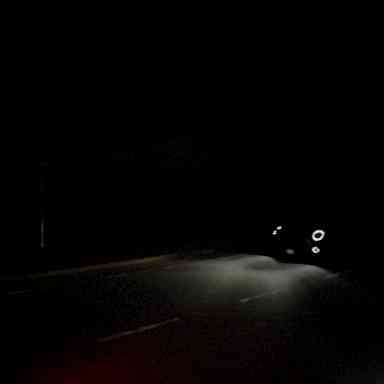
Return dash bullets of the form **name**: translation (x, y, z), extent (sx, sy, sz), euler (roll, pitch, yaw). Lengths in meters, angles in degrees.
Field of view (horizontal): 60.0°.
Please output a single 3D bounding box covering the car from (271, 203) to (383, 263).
- **car**: translation (4.955, 1.336, 12.096), extent (4.553, 1.767, 2.097), euler (0, 0, -37)
